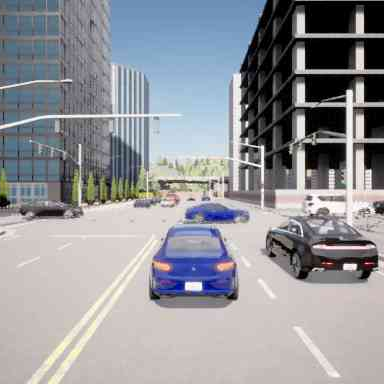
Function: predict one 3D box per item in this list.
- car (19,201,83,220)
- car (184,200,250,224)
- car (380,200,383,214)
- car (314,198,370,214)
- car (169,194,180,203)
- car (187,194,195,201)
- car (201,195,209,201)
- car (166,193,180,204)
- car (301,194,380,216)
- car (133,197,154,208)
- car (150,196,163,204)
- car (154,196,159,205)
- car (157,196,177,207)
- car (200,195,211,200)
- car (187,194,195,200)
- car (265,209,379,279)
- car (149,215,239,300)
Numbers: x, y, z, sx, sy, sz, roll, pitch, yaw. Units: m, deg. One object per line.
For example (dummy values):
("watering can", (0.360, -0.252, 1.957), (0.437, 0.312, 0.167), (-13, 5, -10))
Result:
("car", (-11.539, 1.454, 27.469), (4.902, 1.511, 2.128), (0, 0, -8))
("car", (1.747, 1.497, 23.722), (4.674, 1.442, 1.812), (0, 0, -1))
("car", (19.762, 1.166, 31.100), (5.566, 2.045, 2.150), (0, 0, 0))
("car", (15.516, 1.436, 34.589), (4.902, 1.511, 2.128), (0, 0, 0))
("car", (-3.636, 1.355, 70.075), (2.097, 1.767, 4.553), (0, 0, 0))
("car", (-0.169, 1.339, 86.913), (2.097, 1.767, 4.553), (0, 0, 0))
("car", (3.331, 1.483, 86.949), (1.837, 1.490, 4.892), (0, 0, 0))
("car", (-3.692, 1.221, 60.085), (2.150, 2.045, 5.566), (0, 0, 0))
("car", (11.903, 1.163, 27.345), (5.566, 2.045, 2.150), (0, 0, 0))
("car", (-7.189, 1.564, 48.183), (1.994, 1.385, 4.181), (0, 0, 0))
("car", (-7.150, 1.547, 67.572), (2.033, 1.411, 5.357), (0, 0, 0))
("car", (-7.197, 1.601, 56.943), (1.895, 1.301, 4.718), (0, 0, 0))
("car", (-3.694, 1.601, 50.311), (1.895, 1.301, 4.718), (0, 0, 0))
("car", (3.349, 1.522, 77.874), (1.812, 1.442, 4.674), (0, 0, 0))
("car", (-0.152, 1.593, 78.210), (1.895, 1.301, 4.718), (0, 0, 0))
("car", (3.560, 1.492, 9.996), (2.128, 1.511, 4.902), (0, 0, -1))
("car", (0.044, 1.526, 8.273), (1.812, 1.442, 4.674), (0, 0, 0))
